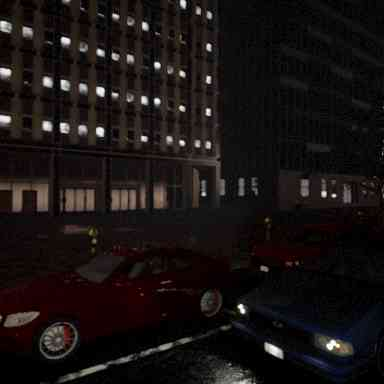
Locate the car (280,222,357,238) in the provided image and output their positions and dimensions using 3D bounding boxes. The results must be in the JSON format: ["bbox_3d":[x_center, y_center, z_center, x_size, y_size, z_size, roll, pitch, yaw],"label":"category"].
[{"bbox_3d":[3.525,1.550,9.077,4.507,1.381,1.887,0,0,-36],"label":"car"}]

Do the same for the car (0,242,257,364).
[{"bbox_3d":[-1.065,1.584,5.795,4.206,1.307,1.802,0,0,-36],"label":"car"}]

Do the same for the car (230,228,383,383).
[{"bbox_3d":[3.164,1.551,5.617,5.357,1.411,2.033,0,0,-36],"label":"car"}]
